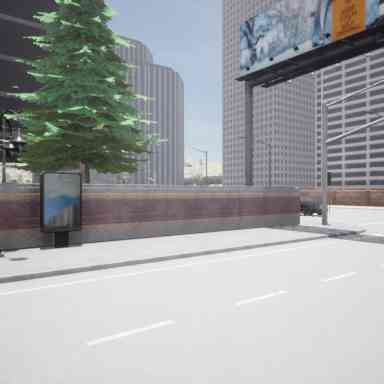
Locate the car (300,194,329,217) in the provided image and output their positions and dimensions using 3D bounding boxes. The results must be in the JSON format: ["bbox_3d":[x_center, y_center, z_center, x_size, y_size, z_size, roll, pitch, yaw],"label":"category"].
[{"bbox_3d":[10.317,1.220,32.059,2.150,2.045,5.566,0,0,-35],"label":"car"}]
